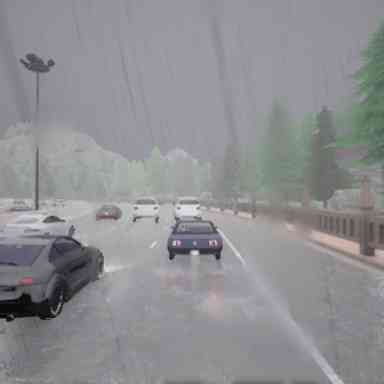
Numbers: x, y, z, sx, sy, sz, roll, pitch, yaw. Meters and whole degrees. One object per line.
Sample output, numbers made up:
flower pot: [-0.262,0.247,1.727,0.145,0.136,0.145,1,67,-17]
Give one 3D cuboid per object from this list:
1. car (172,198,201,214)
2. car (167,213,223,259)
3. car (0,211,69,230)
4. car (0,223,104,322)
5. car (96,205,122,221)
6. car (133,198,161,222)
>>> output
car: [-0.508,1.521,29.724,2.150,2.045,5.566,0,-1,-5]
car: [0.097,1.734,13.158,1.895,1.301,4.718,0,-1,0]
car: [-6.922,1.678,15.126,1.812,1.442,4.674,0,-1,0]
car: [-3.402,1.640,7.497,1.994,1.385,4.181,0,-1,0]
car: [-7.721,1.877,31.115,1.994,1.385,4.181,0,-1,-6]
car: [-4.004,1.520,29.660,2.150,2.045,5.566,0,-1,-5]
